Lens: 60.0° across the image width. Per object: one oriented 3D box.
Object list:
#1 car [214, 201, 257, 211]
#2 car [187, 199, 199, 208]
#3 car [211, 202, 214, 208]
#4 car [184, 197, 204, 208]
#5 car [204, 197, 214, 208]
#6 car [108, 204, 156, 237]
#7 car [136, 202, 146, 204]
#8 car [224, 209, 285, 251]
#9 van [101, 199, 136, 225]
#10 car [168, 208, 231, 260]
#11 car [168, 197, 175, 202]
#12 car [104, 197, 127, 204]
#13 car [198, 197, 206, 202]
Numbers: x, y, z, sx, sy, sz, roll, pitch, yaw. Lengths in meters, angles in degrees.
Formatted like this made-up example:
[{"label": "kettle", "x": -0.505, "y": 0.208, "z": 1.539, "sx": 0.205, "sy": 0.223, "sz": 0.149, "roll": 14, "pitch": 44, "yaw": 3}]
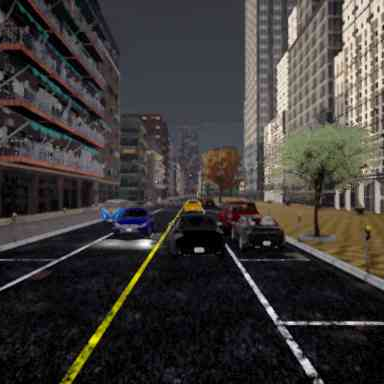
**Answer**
[{"label": "car", "x": 2.707, "y": 1.418, "z": 19.714, "sx": 2.192, "sy": 1.841, "sz": 5.009, "roll": 0, "pitch": 0, "yaw": 0}, {"label": "car", "x": 0.141, "y": 1.922, "z": 56.865, "sx": 1.895, "sy": 1.301, "sz": 4.718, "roll": 0, "pitch": 0, "yaw": 0}, {"label": "car", "x": 2.710, "y": 1.699, "z": 25.234, "sx": 1.947, "sy": 1.339, "sz": 4.313, "roll": 0, "pitch": 0, "yaw": 0}, {"label": "car", "x": 0.128, "y": 1.691, "z": 39.308, "sx": 1.882, "sy": 1.535, "sz": 5.008, "roll": 0, "pitch": 0, "yaw": 0}, {"label": "car", "x": 2.730, "y": 1.862, "z": 52.849, "sx": 1.947, "sy": 1.339, "sz": 4.313, "roll": 0, "pitch": 0, "yaw": 0}, {"label": "car", "x": -3.087, "y": 1.623, "z": 18.726, "sx": 1.812, "sy": 1.442, "sz": 4.674, "roll": 0, "pitch": 0, "yaw": 0}, {"label": "car", "x": -5.667, "y": 1.688, "z": 30.594, "sx": 1.752, "sy": 1.417, "sz": 4.829, "roll": 0, "pitch": 0, "yaw": 0}, {"label": "car", "x": 2.702, "y": 1.625, "z": 14.189, "sx": 2.008, "sy": 1.369, "sz": 4.403, "roll": 0, "pitch": 0, "yaw": 0}, {"label": "van", "x": -5.670, "y": 1.474, "z": 25.242, "sx": 1.690, "sy": 1.788, "sz": 3.998, "roll": 0, "pitch": 0, "yaw": 0}, {"label": "car", "x": 0.152, "y": 1.571, "z": 12.749, "sx": 1.837, "sy": 1.490, "sz": 4.892, "roll": 0, "pitch": 0, "yaw": -2}, {"label": "car", "x": -5.624, "y": 2.093, "z": 90.765, "sx": 2.008, "sy": 1.369, "sz": 4.403, "roll": 0, "pitch": 0, "yaw": 0}, {"label": "car", "x": -16.375, "y": 1.752, "z": 71.369, "sx": 4.403, "sy": 1.369, "sz": 2.008, "roll": 1, "pitch": -1, "yaw": -1}, {"label": "car", "x": 2.756, "y": 2.087, "z": 90.759, "sx": 1.887, "sy": 1.381, "sz": 4.507, "roll": 0, "pitch": 0, "yaw": 0}]
